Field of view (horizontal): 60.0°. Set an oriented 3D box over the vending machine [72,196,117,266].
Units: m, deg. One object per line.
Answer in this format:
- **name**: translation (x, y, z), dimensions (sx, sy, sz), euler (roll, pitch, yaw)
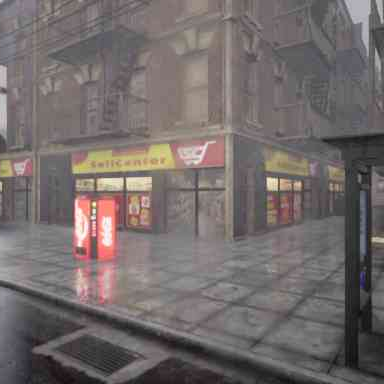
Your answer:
- **vending machine**: translation (-3.141, 1.194, 10.808), dimensions (0.880, 2.100, 1.100), euler (0, 0, 34)
